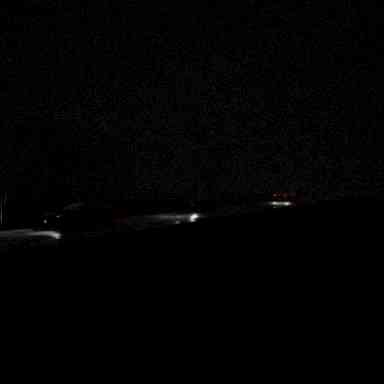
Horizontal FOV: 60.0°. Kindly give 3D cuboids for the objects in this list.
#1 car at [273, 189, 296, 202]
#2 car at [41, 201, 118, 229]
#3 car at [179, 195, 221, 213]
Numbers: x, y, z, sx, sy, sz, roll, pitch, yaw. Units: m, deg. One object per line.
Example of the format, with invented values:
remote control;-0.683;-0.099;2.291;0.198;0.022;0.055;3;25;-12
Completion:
car;13.237;0.421;47.468;2.097;1.767;4.553;-1;1;36
car;-6.535;1.271;19.767;1.812;1.442;4.674;-1;1;35
car;0.779;0.991;30.065;1.882;1.535;5.008;-1;1;35
